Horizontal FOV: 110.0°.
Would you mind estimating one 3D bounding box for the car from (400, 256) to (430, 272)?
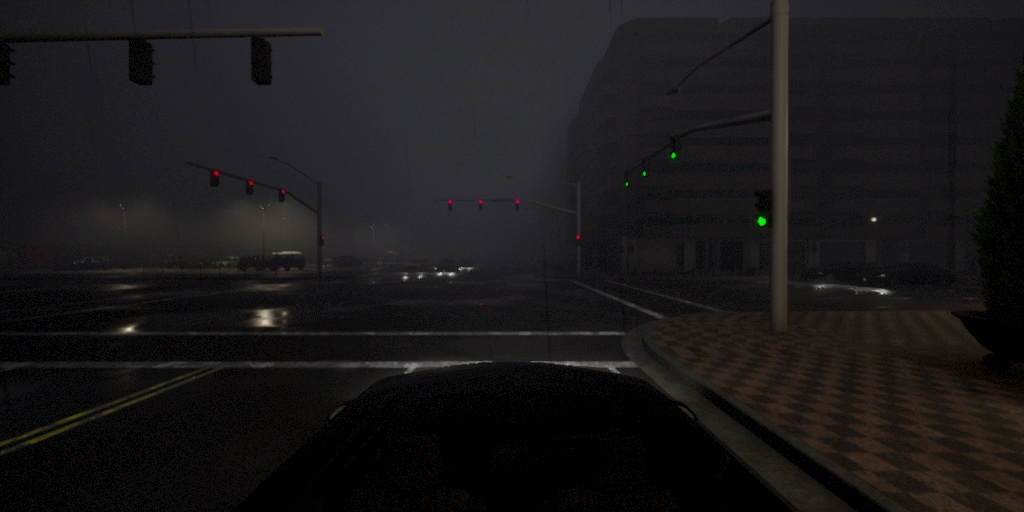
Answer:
[{"bbox_3d":[-10.605,1.004,40.372,1.882,1.535,5.008,0,1,0],"label":"car"}]

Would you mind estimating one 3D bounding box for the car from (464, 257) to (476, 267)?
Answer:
[{"bbox_3d":[-7.089,1.007,54.795,1.994,1.385,4.181,0,0,0],"label":"car"}]

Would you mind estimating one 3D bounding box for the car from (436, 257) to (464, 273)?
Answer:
[{"bbox_3d":[-7.107,1.074,40.200,2.033,1.411,5.357,0,0,0],"label":"car"}]

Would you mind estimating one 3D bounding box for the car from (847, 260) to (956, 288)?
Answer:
[{"bbox_3d":[23.058,1.108,21.059,4.674,1.442,1.812,0,0,0],"label":"car"}]

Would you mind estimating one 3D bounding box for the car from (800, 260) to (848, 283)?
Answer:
[{"bbox_3d":[22.662,1.040,24.562,5.008,1.535,1.882,0,0,0],"label":"car"}]
